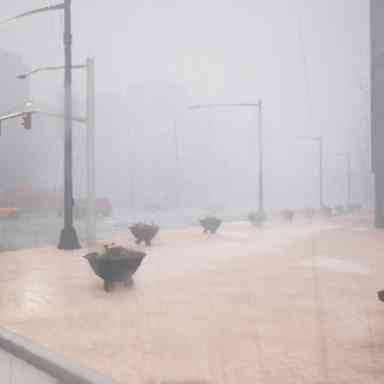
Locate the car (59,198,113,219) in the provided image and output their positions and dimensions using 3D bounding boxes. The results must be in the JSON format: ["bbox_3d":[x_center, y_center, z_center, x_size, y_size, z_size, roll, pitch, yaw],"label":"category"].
[{"bbox_3d":[-10.619,1.639,33.885,2.150,2.045,5.566,-1,-1,35],"label":"car"}]

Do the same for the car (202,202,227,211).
[{"bbox_3d":[3.714,2.327,54.158,2.033,1.411,5.357,-1,-1,35],"label":"car"}]

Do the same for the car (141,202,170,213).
[{"bbox_3d":[-5.187,2.145,47.698,2.128,1.511,4.902,-1,-1,35],"label":"car"}]

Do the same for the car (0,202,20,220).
[{"bbox_3d":[-17.927,1.703,29.585,2.097,1.767,4.553,0,-1,35],"label":"car"}]
